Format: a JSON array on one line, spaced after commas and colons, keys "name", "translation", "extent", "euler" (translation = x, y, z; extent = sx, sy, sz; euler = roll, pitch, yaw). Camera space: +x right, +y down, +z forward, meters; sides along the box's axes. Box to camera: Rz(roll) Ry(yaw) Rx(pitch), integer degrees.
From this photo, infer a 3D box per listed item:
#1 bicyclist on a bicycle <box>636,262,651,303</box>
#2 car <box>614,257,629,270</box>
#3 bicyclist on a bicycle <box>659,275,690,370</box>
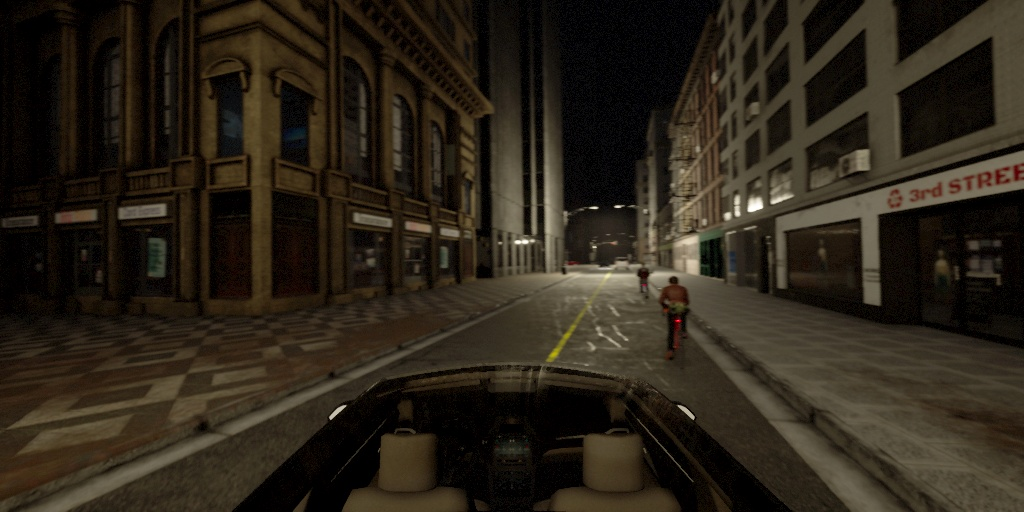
[{"name": "bicyclist on a bicycle", "translation": [5.862, 1.159, 15.985], "extent": [0.659, 1.776, 1.843], "euler": [-1, 0, 17]}, {"name": "car", "translation": [18.193, 1.255, 59.482], "extent": [2.150, 2.045, 5.566], "euler": [-1, 0, 17]}, {"name": "bicyclist on a bicycle", "translation": [3.099, 1.198, 6.797], "extent": [0.582, 1.620, 1.656], "euler": [-1, -1, 17]}]
